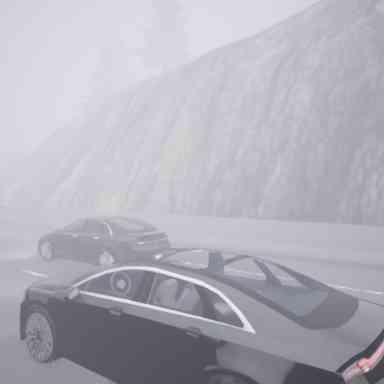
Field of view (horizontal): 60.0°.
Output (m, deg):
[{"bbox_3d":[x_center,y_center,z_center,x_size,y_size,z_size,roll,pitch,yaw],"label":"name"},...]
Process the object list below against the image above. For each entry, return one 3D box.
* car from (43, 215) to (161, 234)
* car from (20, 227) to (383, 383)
[{"bbox_3d":[-2.877,1.481,10.371,4.892,1.490,1.837,0,0,36],"label":"car"},{"bbox_3d":[-0.259,1.484,4.176,4.902,1.511,2.128,0,0,35],"label":"car"}]
